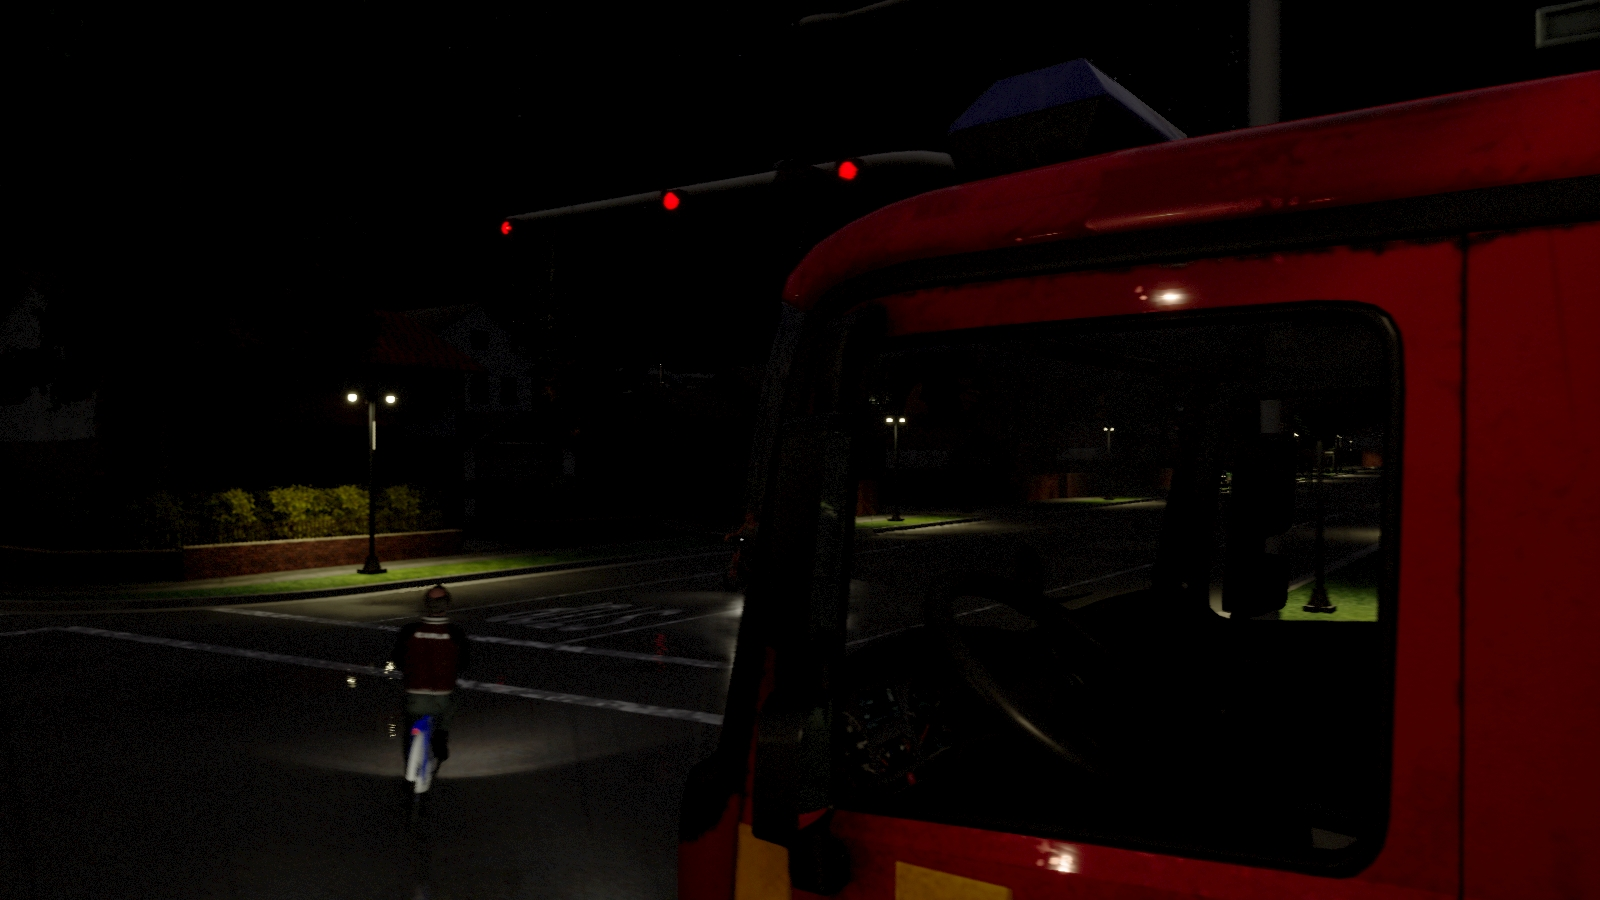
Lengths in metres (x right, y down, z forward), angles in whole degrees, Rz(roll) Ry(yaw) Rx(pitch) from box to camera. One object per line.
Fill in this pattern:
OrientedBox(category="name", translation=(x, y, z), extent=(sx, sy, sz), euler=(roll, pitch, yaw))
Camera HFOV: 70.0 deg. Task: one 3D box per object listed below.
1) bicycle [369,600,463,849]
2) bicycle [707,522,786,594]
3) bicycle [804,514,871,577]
OrientedBox(category="bicycle", translation=(-2.964, 2.048, 8.928), extent=(0.329, 1.496, 1.835), euler=(5, -1, -11))
OrientedBox(category="bicycle", translation=(-1.065, 2.146, 23.029), extent=(0.859, 1.301, 1.487), euler=(0, 0, 35))
OrientedBox(category="bicycle", translation=(0.869, 2.146, 26.002), extent=(0.859, 1.301, 1.487), euler=(0, 0, 34))
